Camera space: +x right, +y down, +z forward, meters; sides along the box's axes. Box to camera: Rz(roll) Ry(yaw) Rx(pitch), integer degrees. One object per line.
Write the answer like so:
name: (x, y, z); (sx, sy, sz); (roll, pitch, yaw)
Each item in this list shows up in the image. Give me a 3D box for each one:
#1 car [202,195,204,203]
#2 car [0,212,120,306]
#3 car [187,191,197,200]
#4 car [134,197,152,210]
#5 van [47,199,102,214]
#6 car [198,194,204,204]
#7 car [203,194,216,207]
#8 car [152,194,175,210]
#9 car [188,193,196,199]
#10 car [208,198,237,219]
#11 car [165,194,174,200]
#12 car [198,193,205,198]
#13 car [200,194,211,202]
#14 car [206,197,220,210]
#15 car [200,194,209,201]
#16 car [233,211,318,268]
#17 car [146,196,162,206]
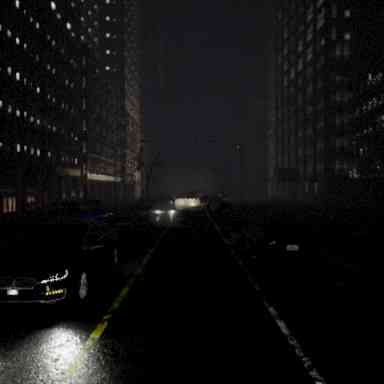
car: (2.680, 1.361, 44.810); (1.947, 1.339, 4.313); (-1, 0, 0)
car: (-3.084, 1.467, 8.170); (1.837, 1.490, 4.892); (0, 0, 0)
car: (-0.003, 0.688, 75.633); (2.150, 2.045, 5.566); (0, 0, 0)
car: (-5.699, 1.403, 39.168); (1.802, 1.307, 4.206); (-1, 0, 0)
van: (-5.702, 1.266, 16.602); (1.690, 1.788, 3.998); (-1, 0, 0)
car: (2.357, 1.214, 57.357); (1.882, 1.535, 5.008); (0, 0, 0)
car: (2.680, 1.262, 39.167); (1.967, 1.590, 4.097); (-1, 0, 0)
car: (-3.094, 1.172, 39.443); (2.097, 1.767, 4.553); (0, 0, 0)
car: (-0.004, 1.048, 90.729); (2.128, 1.511, 4.902); (0, 0, 0)
car: (2.682, 1.440, 27.882); (1.947, 1.339, 4.313); (-1, 0, 0)
car: (-5.702, 1.156, 84.298); (2.008, 1.369, 4.403); (-1, 0, 0)
car: (2.678, 1.095, 95.595); (1.887, 1.381, 4.507); (-1, 0, 0)
car: (2.679, 1.233, 67.381); (1.887, 1.381, 4.507); (-1, 0, 0)
car: (2.681, 1.430, 33.525); (1.802, 1.307, 4.206); (-1, 0, 0)
car: (2.679, 1.186, 73.193); (1.752, 1.417, 4.829); (-1, 0, 0)
car: (2.683, 1.517, 10.954); (1.947, 1.339, 4.313); (-1, 0, 0)
car: (-5.701, 1.334, 50.450); (1.947, 1.339, 4.313); (-1, 0, 0)
